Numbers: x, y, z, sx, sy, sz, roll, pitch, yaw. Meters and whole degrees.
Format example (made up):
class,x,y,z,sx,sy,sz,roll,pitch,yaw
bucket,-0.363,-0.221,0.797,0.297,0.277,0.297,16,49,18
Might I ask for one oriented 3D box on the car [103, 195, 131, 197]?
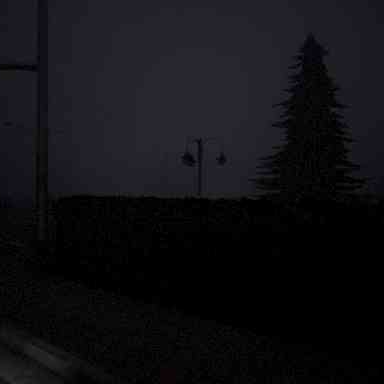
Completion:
class,x,y,z,sx,sy,sz,roll,pitch,yaw
car,-9.794,1.236,45.868,1.970,1.475,3.806,0,0,36

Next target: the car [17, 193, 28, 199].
class,x,y,z,sx,sy,sz,roll,pitch,yaw
car,-36.376,0.873,73.485,1.970,1.475,3.806,0,0,36

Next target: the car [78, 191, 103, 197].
class,x,y,z,sx,sy,sz,roll,pitch,yaw
car,-18.016,0.870,61.131,1.932,1.855,4.605,0,0,36

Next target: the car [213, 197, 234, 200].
class,x,y,z,sx,sy,sz,roll,pitch,yaw
car,3.060,1.303,34.733,2.097,1.767,4.553,0,0,35

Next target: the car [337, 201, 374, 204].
class,x,y,z,sx,sy,sz,roll,pitch,yaw
car,23.819,1.580,49.036,5.357,1.411,2.033,0,0,36

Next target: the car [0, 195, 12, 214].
class,x,y,z,sx,sy,sz,roll,pitch,yaw
car,-18.269,1.175,29.029,2.007,1.523,4.514,0,0,36

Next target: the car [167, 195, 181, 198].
class,x,y,z,sx,sy,sz,roll,pitch,yaw
car,-3.033,1.257,50.139,1.845,1.501,3.633,0,0,36

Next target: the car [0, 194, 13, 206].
class,x,y,z,sx,sy,sz,roll,pitch,yaw
car,-25.952,1.080,43.980,1.845,1.501,3.633,0,0,36

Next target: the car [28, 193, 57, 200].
class,x,y,z,sx,sy,sz,roll,pitch,yaw
car,-30.984,0.833,69.990,2.152,1.636,5.027,0,0,36
